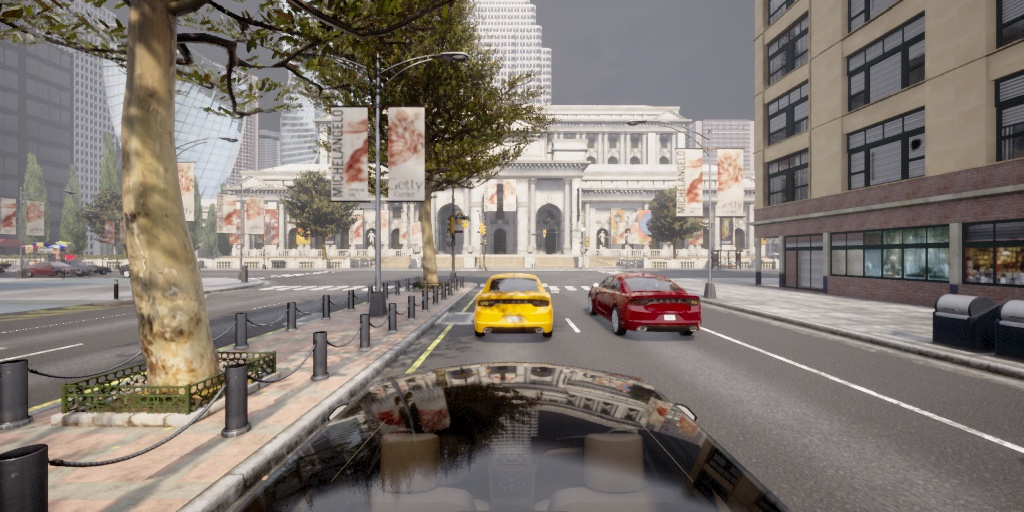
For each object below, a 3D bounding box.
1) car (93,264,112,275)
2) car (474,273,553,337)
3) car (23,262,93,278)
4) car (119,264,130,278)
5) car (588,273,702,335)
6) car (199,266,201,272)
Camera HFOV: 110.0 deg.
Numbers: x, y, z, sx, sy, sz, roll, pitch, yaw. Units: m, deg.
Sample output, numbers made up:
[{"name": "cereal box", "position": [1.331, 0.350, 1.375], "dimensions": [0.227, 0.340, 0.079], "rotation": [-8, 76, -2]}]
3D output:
[{"name": "car", "position": [-45.304, 1.297, 37.460], "dimensions": [5.357, 1.411, 2.033], "rotation": [0, 0, 0]}, {"name": "car", "position": [0.055, 1.228, 10.339], "dimensions": [1.882, 1.535, 5.008], "rotation": [0, 0, 0]}, {"name": "car", "position": [-43.381, 1.276, 33.967], "dimensions": [4.674, 1.442, 1.812], "rotation": [0, 0, -1]}, {"name": "car", "position": [-34.182, 1.255, 34.000], "dimensions": [4.892, 1.490, 1.837], "rotation": [0, 0, 0]}, {"name": "car", "position": [3.557, 1.228, 10.518], "dimensions": [1.882, 1.535, 5.008], "rotation": [0, 0, 0]}, {"name": "car", "position": [-35.480, 1.228, 37.499], "dimensions": [5.008, 1.535, 1.882], "rotation": [0, 0, 0]}]
